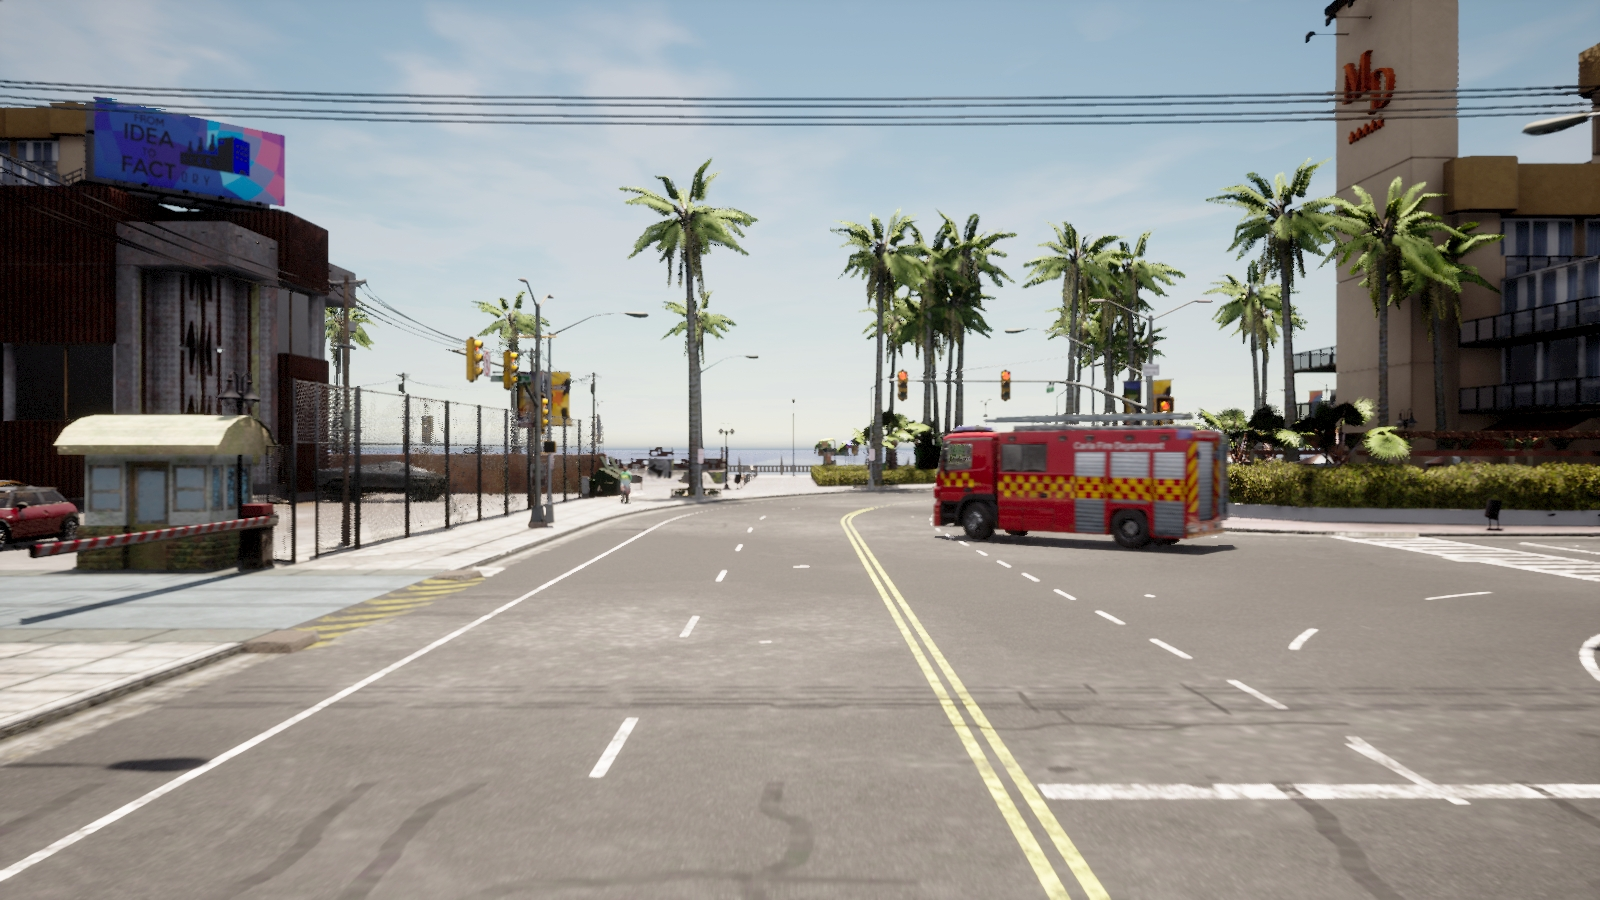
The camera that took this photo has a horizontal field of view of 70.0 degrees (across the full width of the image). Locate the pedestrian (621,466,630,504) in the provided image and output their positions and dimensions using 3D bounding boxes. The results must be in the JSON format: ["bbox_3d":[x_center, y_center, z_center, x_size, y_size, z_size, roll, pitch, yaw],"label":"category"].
[{"bbox_3d":[-8.526,1.696,55.900,0.375,1.860,0.375,0,0,6],"label":"pedestrian"}]

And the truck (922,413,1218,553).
[{"bbox_3d":[8.088,0.890,35.093,8.468,3.827,2.891,0,0,40],"label":"truck"}]
